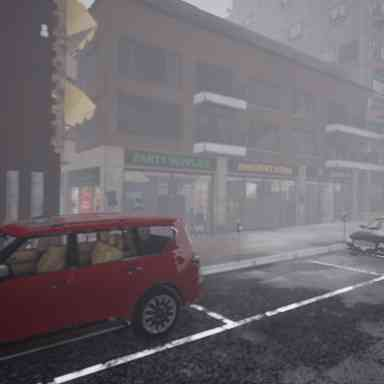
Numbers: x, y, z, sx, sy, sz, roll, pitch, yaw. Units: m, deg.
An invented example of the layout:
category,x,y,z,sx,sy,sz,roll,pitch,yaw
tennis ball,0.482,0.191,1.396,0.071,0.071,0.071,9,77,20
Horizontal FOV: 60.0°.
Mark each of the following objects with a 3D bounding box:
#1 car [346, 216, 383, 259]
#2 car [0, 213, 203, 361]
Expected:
category,x,y,z,sx,sy,sz,roll,pitch,yaw
car,7.132,1.524,11.625,4.403,1.369,2.008,0,1,-35
car,-2.123,1.313,5.021,5.009,1.841,2.192,0,1,-35
